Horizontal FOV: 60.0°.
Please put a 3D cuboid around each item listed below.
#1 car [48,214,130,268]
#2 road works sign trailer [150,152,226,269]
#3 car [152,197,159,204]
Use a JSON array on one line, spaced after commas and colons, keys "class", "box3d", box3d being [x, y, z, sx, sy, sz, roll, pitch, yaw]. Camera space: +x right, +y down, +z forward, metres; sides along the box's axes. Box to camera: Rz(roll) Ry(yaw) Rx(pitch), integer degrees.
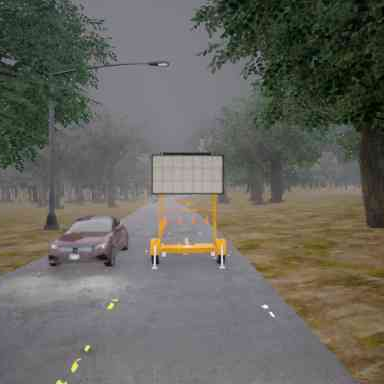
[{"class": "car", "box3d": [-3.320, 1.538, 11.541, 1.812, 1.442, 4.674, 0, 0, -2]}, {"class": "road works sign trailer", "box3d": [-0.152, 0.477, 11.214, 2.380, 3.560, 2.880, 0, 0, -2]}, {"class": "car", "box3d": [-7.751, 1.830, 72.384, 2.033, 1.411, 5.357, 0, 0, -5]}]
